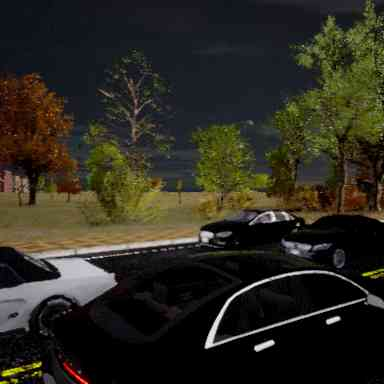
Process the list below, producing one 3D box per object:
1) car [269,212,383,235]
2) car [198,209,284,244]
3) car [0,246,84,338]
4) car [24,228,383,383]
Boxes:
[{"bbox_3d":[4.916,1.477,10.902,4.674,1.442,1.812,0,0,-34],"label":"car"},{"bbox_3d":[2.507,1.438,13.207,4.902,1.511,2.128,0,0,-34],"label":"car"},{"bbox_3d":[-3.691,1.587,4.991,4.718,1.301,1.895,0,0,-35],"label":"car"},{"bbox_3d":[0.877,1.490,4.003,4.892,1.490,1.837,-1,1,-35],"label":"car"}]
